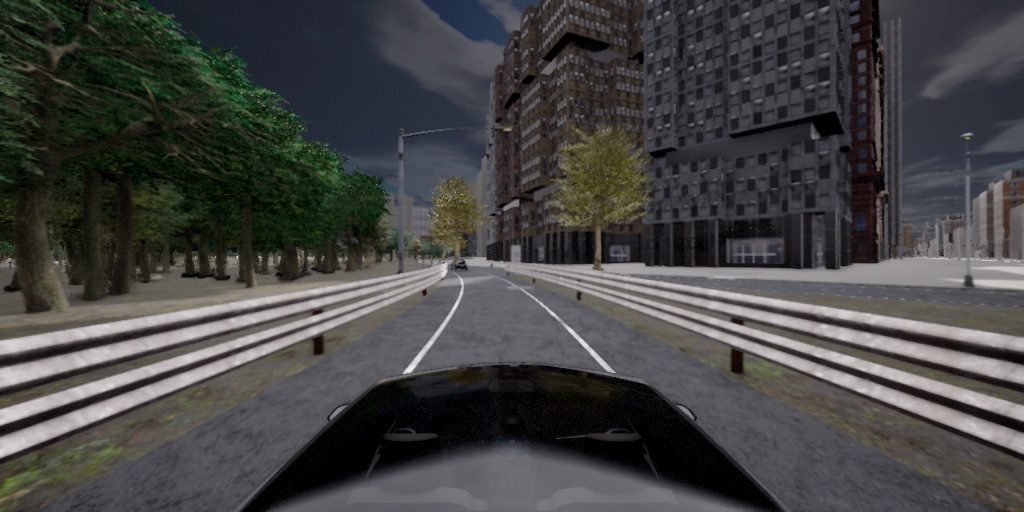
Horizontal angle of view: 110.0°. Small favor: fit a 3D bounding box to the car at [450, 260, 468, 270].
[{"bbox_3d":[-7.626,1.272,51.402,1.837,1.490,4.892,0,0,-18],"label":"car"}]
